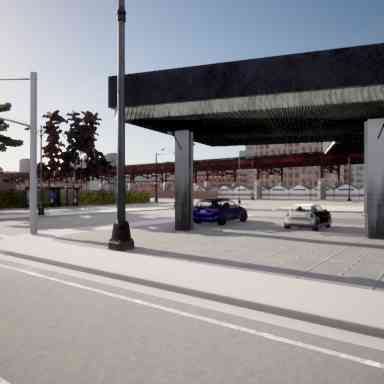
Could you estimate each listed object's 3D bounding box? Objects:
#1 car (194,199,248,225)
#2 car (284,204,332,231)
[{"bbox_3d":[2.032,1.295,22.995,2.242,1.667,4.611,0,0,37],"label":"car"},{"bbox_3d":[7.112,1.456,20.206,1.970,1.475,3.806,0,0,37],"label":"car"}]
